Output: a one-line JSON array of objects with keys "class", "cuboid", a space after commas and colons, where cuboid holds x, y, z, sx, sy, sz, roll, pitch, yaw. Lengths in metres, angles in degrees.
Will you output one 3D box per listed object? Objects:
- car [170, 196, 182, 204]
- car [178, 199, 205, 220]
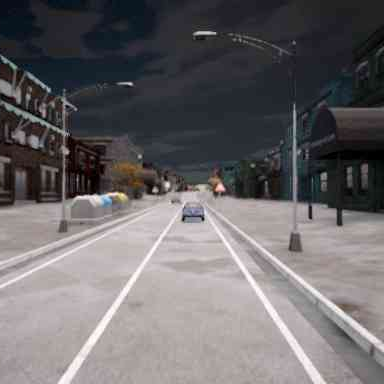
[{"class": "car", "cuboid": [-3.032, 1.568, 64.178, 1.837, 1.490, 4.892, 0, 0, 1]}, {"class": "car", "cuboid": [0.095, 1.549, 27.619, 2.033, 1.411, 5.357, 0, 0, 0]}]
